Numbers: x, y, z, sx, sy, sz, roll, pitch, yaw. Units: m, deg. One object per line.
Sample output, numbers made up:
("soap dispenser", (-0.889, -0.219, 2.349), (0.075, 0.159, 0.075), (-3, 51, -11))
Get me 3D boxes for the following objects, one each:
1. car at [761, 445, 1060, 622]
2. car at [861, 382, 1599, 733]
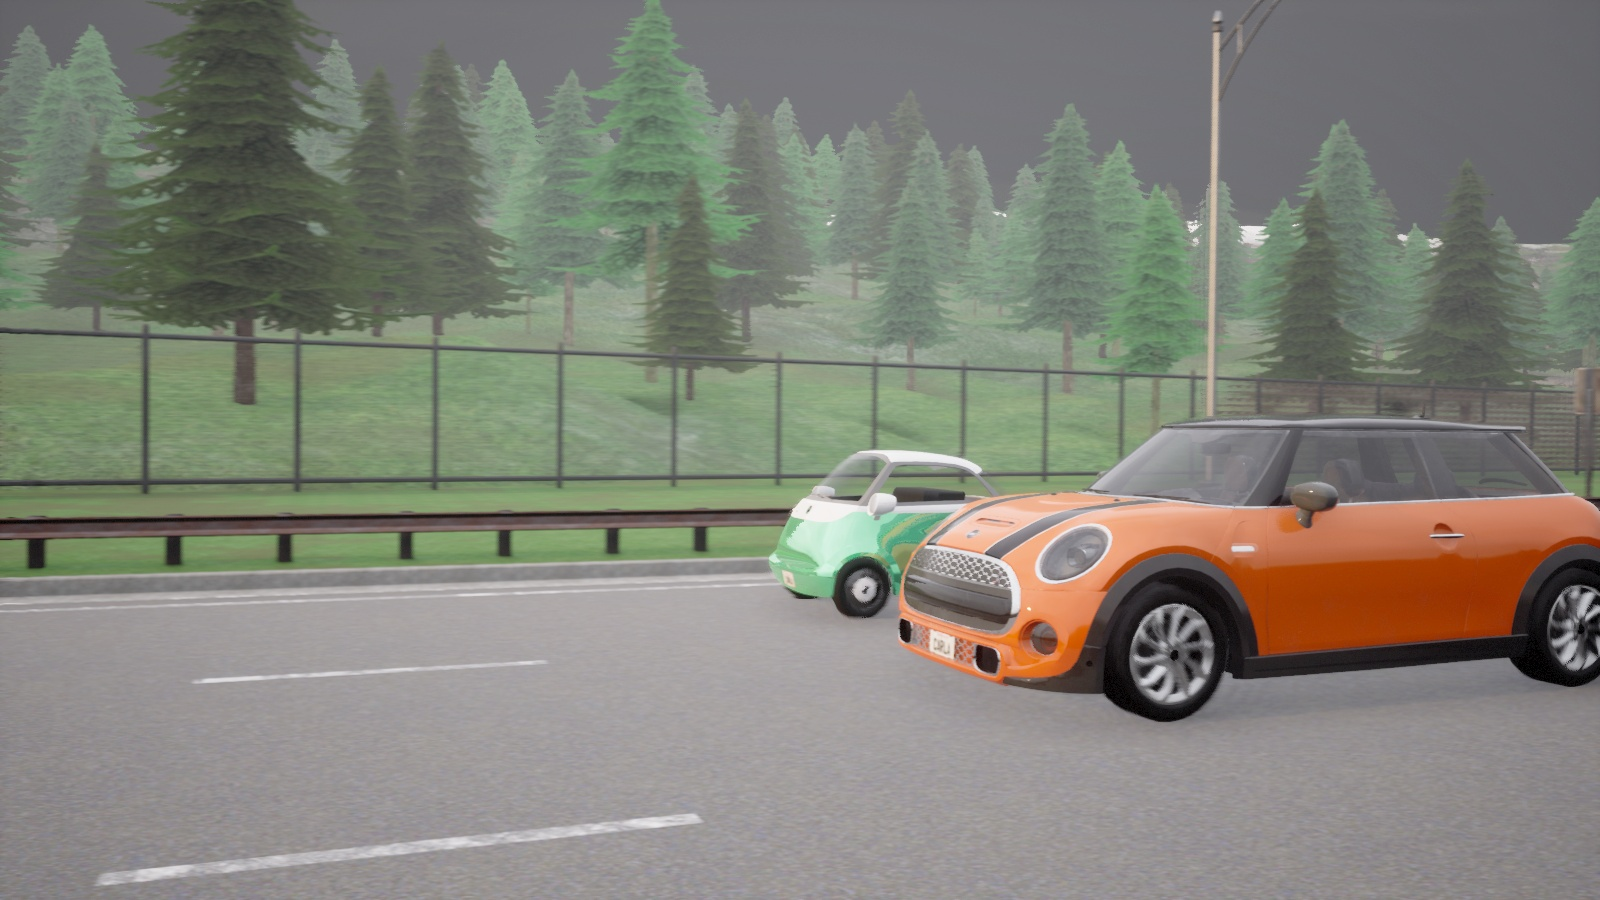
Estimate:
("car", (0.941, 0.662, 11.084), (2.207, 1.376, 1.481), (-1, 1, -21))
("car", (2.910, 0.493, 8.086), (4.553, 1.767, 2.097), (-1, 1, -21))
